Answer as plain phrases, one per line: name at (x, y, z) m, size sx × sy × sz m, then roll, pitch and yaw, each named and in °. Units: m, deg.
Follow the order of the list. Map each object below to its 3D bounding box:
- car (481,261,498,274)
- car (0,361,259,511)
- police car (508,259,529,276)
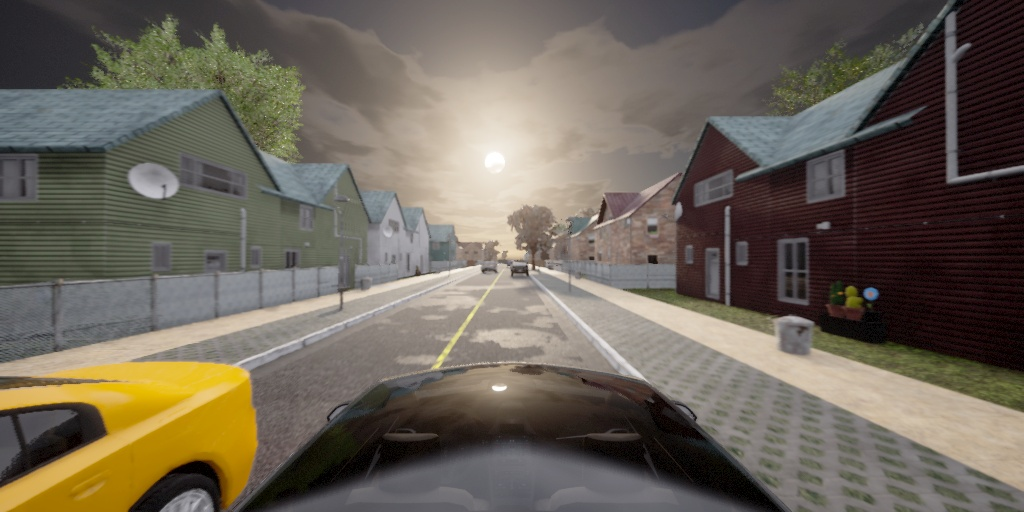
car at (-2.826, 1.405, 45.128) m, size 1.837 × 1.490 × 4.892 m, roll 0°, pitch -1°, yaw 0°
car at (-2.850, 1.228, 0.599) m, size 1.882 × 1.535 × 5.008 m, roll 0°, pitch 0°, yaw 0°
police car at (0.824, 1.288, 38.373) m, size 1.930 × 1.638 × 5.238 m, roll 0°, pitch 0°, yaw 0°
